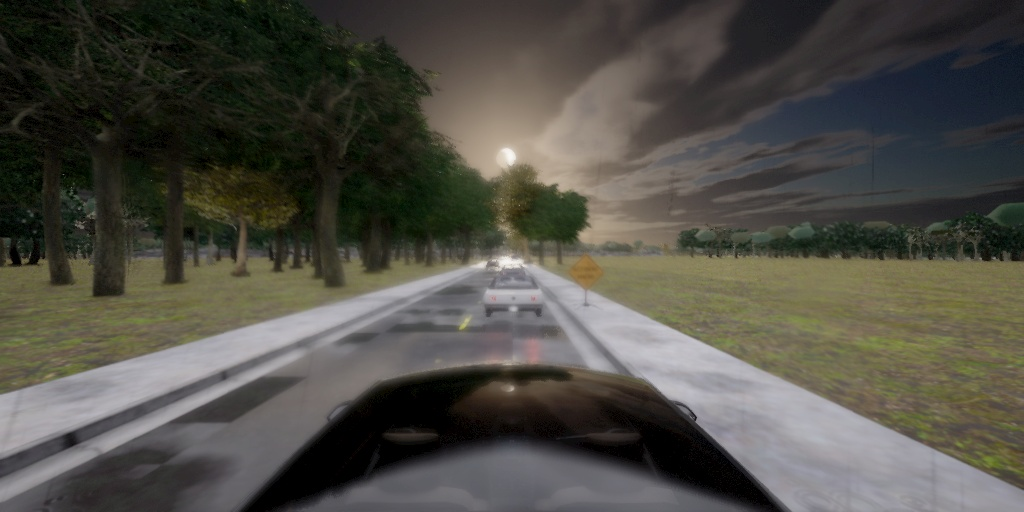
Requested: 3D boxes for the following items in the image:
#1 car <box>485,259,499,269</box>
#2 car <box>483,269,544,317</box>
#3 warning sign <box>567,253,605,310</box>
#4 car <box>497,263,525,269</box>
[{"bbox_3d":[-2.813,1.177,53.447,1.994,1.385,4.181,0,0,0],"label":"car"},{"bbox_3d":[0.064,1.321,13.112,1.895,1.301,4.718,0,0,0],"label":"car"},{"bbox_3d":[2.519,0.838,12.224,1.300,1.860,1.060,0,0,0],"label":"warning sign"},{"bbox_3d":[0.066,1.281,28.125,1.895,1.301,4.718,0,0,0],"label":"car"}]
